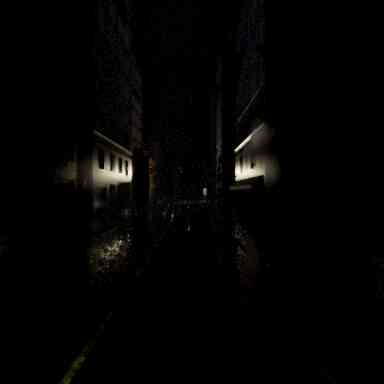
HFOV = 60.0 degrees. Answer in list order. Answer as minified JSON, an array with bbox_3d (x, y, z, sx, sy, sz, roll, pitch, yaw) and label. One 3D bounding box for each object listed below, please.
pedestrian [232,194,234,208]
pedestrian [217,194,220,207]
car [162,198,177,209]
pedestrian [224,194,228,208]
[{"bbox_3d":[5.631,1.189,45.577,0.375,1.860,0.375,0,0,0],"label":"pedestrian"},{"bbox_3d":[3.631,1.183,46.177,0.375,1.860,0.375,0,0,0],"label":"pedestrian"},{"bbox_3d":[-3.007,1.534,44.988,2.128,1.511,4.902,0,0,0],"label":"car"},{"bbox_3d":[4.632,1.184,44.977,0.375,1.860,0.375,0,0,0],"label":"pedestrian"}]
